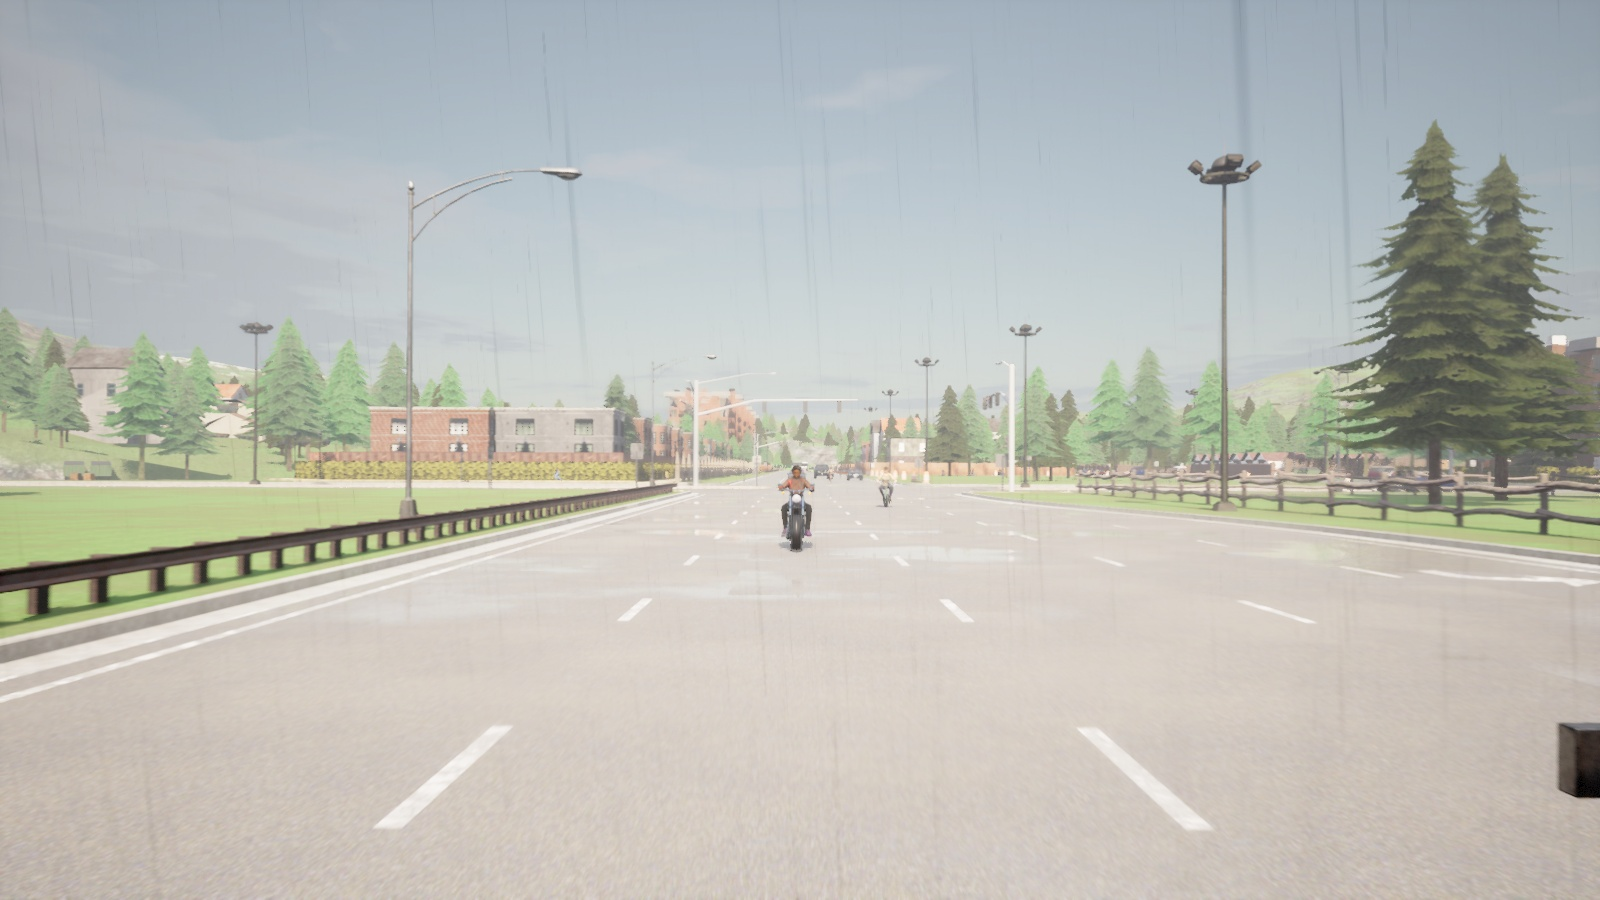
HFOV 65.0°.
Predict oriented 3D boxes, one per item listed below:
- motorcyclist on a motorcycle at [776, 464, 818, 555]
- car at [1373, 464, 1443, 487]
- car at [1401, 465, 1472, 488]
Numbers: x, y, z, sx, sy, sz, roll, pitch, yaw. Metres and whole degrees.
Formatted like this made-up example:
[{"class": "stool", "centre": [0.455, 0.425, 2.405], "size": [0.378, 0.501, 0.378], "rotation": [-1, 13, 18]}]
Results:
[{"class": "motorcyclist on a motorcycle", "centre": [-0.057, 1.096, 23.949], "size": [0.766, 1.649, 2.350], "rotation": [0, -1, 0]}, {"class": "car", "centre": [42.576, 1.771, 88.038], "size": [3.988, 1.617, 1.851], "rotation": [0, -1, 0]}, {"class": "car", "centre": [42.816, 1.788, 84.535], "size": [3.806, 1.475, 1.970], "rotation": [0, -1, 0]}]
